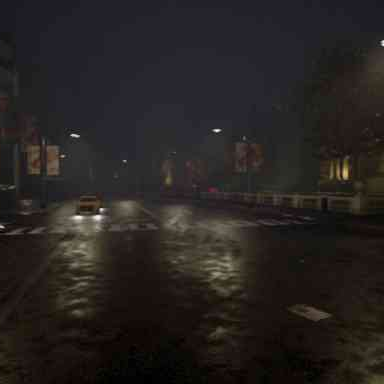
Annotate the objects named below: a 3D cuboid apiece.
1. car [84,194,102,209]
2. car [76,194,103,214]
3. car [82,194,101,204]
[{"bbox_3d":[-11.803,1.074,39.814,1.837,1.490,4.892,-1,1,-14],"label":"car"},{"bbox_3d":[-9.521,1.148,30.636,1.882,1.535,5.008,-1,1,-14],"label":"car"},{"bbox_3d":[-15.132,1.011,49.886,2.033,1.411,5.357,-1,1,-24],"label":"car"}]
